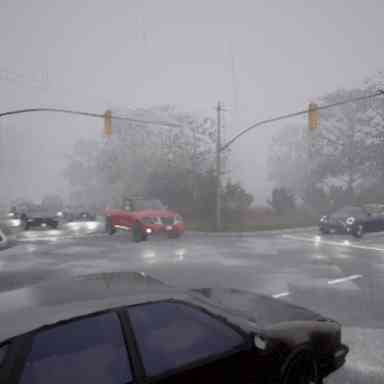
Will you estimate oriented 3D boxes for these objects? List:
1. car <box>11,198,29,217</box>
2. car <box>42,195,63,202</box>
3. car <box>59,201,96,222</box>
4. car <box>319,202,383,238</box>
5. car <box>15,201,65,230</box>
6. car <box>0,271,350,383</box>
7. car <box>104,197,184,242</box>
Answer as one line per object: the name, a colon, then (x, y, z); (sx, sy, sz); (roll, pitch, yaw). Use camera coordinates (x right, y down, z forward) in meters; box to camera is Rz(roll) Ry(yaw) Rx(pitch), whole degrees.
car: (-15.119, 1.559, 30.227); (1.837, 1.490, 4.892); (0, -1, -30)
car: (-17.789, 1.386, 42.323); (2.150, 2.045, 5.566); (0, -1, -27)
car: (-9.220, 1.619, 27.099); (1.994, 1.385, 4.181); (0, 0, -31)
car: (9.237, 1.477, 18.669); (4.553, 1.767, 2.097); (0, 0, -33)
car: (-10.137, 1.570, 21.905); (2.033, 1.411, 5.357); (0, 0, -32)
car: (-0.750, 1.554, 3.170); (5.357, 1.411, 2.033); (0, 0, -35)
car: (-2.655, 1.271, 17.108); (2.150, 2.045, 5.566); (0, -1, -37)
